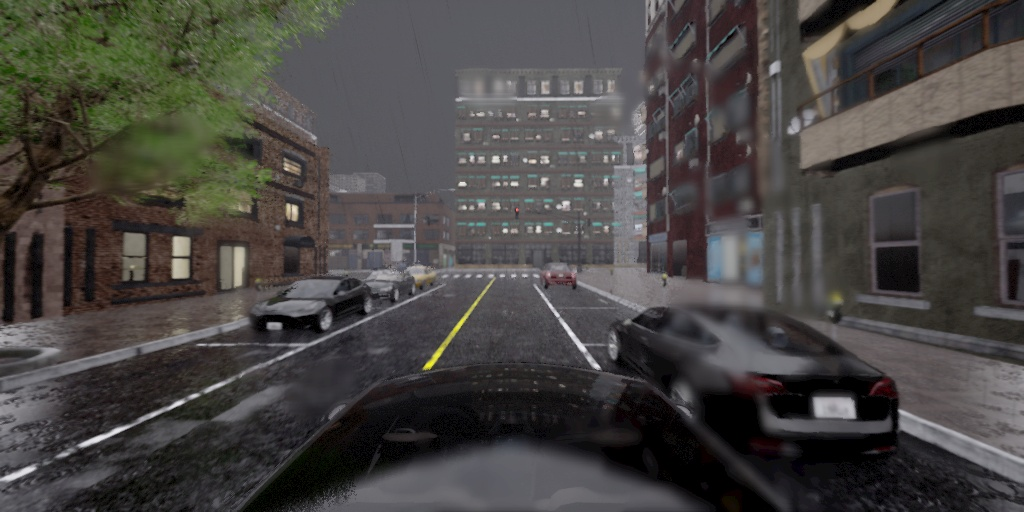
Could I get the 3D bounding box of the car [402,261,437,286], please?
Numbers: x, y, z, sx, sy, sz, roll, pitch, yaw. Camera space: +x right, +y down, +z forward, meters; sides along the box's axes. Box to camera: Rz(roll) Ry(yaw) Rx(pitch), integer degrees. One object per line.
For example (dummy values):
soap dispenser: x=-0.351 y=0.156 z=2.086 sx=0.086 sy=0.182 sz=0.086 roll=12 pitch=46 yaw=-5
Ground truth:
car: x=-5.819 y=1.208 z=21.917 sx=1.751 sy=1.417 sz=4.829 roll=0 pitch=0 yaw=0

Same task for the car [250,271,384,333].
car: x=-5.653 y=1.286 z=10.713 sx=1.948 sy=1.339 sz=4.313 roll=0 pitch=0 yaw=0

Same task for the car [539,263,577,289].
car: x=2.746 y=1.121 z=22.139 sx=1.967 sy=1.591 sz=4.097 roll=0 pitch=0 yaw=0

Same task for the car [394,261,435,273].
car: x=-11.127 y=1.258 z=41.143 sx=4.181 sy=1.385 sz=1.994 roll=0 pitch=-1 yaw=1

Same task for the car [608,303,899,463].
car: x=2.692 y=1.304 z=5.082 sx=1.948 sy=1.339 sz=4.313 roll=0 pitch=0 yaw=0

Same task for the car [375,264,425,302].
car: x=-5.651 y=1.251 z=16.401 sx=2.007 sy=1.370 sz=4.403 roll=0 pitch=0 yaw=0

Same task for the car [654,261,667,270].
car: x=17.667 y=0.906 z=38.014 sx=4.829 sy=1.417 sz=1.751 roll=0 pitch=0 yaw=1
